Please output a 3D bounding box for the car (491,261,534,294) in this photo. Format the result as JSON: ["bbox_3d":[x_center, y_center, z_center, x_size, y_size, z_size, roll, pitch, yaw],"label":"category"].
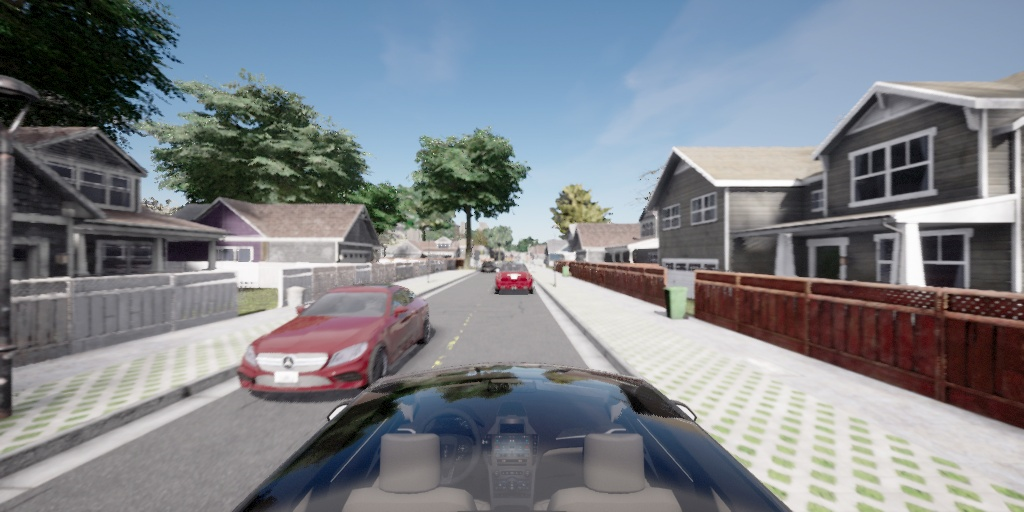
[{"bbox_3d":[0.112,1.141,20.817,2.097,1.767,4.553,0,0,0],"label":"car"}]

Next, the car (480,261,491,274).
[{"bbox_3d":[-2.816,1.336,44.349,1.882,1.535,5.008,0,0,0],"label":"car"}]

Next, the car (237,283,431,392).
[{"bbox_3d":[-2.841,1.284,6.881,1.812,1.442,4.674,0,0,1],"label":"car"}]
